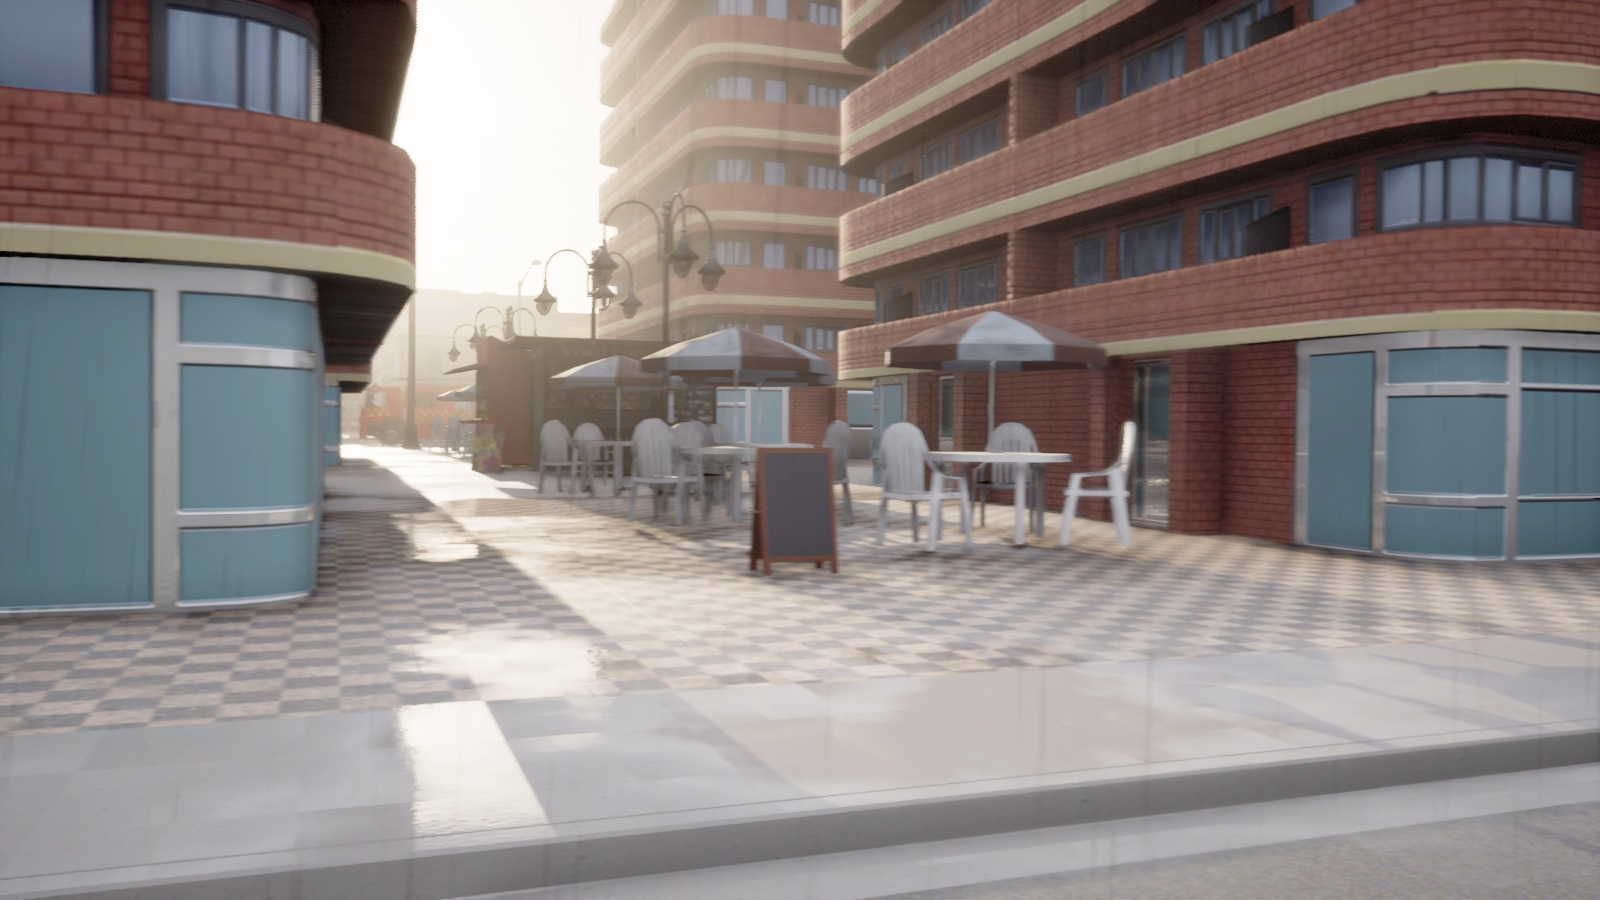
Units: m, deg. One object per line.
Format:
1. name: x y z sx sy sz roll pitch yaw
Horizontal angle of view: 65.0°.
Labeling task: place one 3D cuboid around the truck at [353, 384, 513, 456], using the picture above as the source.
1. truck: -20.930 -1.723 71.609 8.468 3.827 2.891 -2 1 -21
